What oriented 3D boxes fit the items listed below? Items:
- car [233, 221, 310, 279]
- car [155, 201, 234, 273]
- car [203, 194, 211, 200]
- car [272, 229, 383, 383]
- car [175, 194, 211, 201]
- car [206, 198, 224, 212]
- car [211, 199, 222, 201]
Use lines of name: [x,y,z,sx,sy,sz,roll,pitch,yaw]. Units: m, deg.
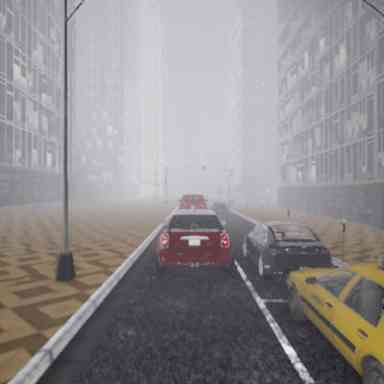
car: [2.564,1.528,9.755,2.008,1.369,4.403,0,0,0]
car: [0.077,1.326,10.727,2.097,1.767,4.553,0,0,0]
car: [3.862,1.354,88.615,1.947,1.339,4.313,0,0,0]
car: [2.564,1.515,4.374,1.752,1.417,4.829,0,0,0]
car: [0.083,1.156,26.474,2.150,2.045,5.566,0,0,0]
car: [2.561,1.433,37.682,1.752,1.417,4.829,0,0,0]
car: [2.562,1.467,31.960,1.887,1.381,4.507,0,0,0]
